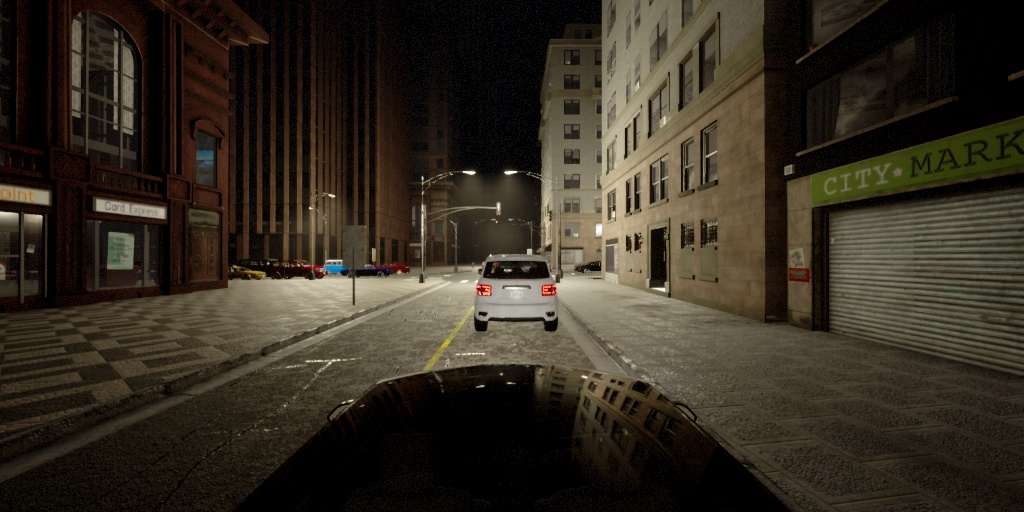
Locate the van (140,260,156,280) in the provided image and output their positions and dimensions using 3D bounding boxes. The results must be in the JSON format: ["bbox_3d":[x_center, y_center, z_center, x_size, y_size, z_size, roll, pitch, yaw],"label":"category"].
[{"bbox_3d":[-30.883,1.436,32.782,3.998,1.789,1.690,0,0,0],"label":"van"}]

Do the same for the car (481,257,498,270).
[{"bbox_3d":[-3.133,1.098,51.784,2.097,1.767,4.553,0,0,1],"label":"car"}]

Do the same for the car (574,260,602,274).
[{"bbox_3d":[9.010,1.147,38.097,4.892,1.490,1.837,0,-1,-7],"label":"car"}]

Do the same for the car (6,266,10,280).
[{"bbox_3d":[-47.756,1.850,32.835,4.403,1.370,2.007,0,0,0],"label":"car"}]

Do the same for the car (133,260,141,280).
[{"bbox_3d":[-34.480,1.373,35.376,5.566,2.045,2.150,-1,0,0],"label":"car"}]

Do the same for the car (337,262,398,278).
[{"bbox_3d":[-14.160,1.507,35.300,4.718,1.301,1.895,-1,0,0],"label":"car"}]

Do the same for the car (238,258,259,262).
[{"bbox_3d":[-24.124,1.248,35.325,5.566,2.045,2.150,-1,0,-1],"label":"car"}]

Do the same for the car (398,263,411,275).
[{"bbox_3d":[-13.993,1.478,41.254,4.507,1.381,1.888,0,0,0],"label":"car"}]

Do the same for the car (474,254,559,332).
[{"bbox_3d":[0.096,0.974,11.067,2.150,2.045,5.566,0,0,0],"label":"car"}]

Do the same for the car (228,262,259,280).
[{"bbox_3d":[-25.089,1.553,32.763,4.829,1.417,1.751,0,0,0],"label":"car"}]

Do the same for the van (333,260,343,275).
[{"bbox_3d":[-19.617,1.341,41.272,3.998,1.789,1.690,0,0,0],"label":"van"}]

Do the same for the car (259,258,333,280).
[{"bbox_3d":[-19.635,1.274,32.746,5.009,1.841,2.192,0,0,0],"label":"car"}]
